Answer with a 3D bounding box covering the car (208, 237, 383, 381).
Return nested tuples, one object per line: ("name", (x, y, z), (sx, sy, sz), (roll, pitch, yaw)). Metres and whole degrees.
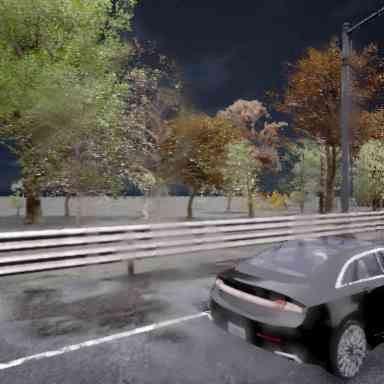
("car", (2.538, 1.514, 5.517), (4.902, 1.511, 2.128), (0, 0, -35))
